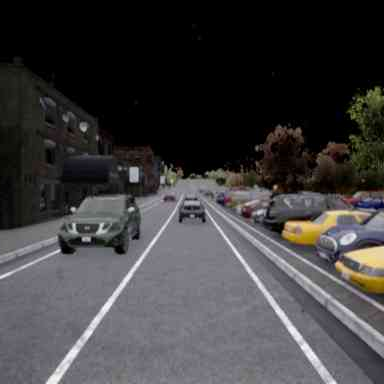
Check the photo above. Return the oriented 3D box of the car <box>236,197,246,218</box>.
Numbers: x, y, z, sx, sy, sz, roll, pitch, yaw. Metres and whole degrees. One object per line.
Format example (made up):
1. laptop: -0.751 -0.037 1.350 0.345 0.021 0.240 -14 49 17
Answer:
1. car: 5.977 1.332 24.003 5.008 1.535 2.097 0 0 0

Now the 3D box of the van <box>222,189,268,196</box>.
1. van: 5.996 0.910 38.147 4.442 1.987 1.878 0 1 0

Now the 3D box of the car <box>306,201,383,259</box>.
1. car: 6.118 1.277 9.875 4.553 1.767 2.185 0 0 0

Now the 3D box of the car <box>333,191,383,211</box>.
1. car: 18.446 0.956 35.585 5.566 2.045 2.435 0 1 0

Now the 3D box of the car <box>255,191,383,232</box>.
1. car: 6.074 1.123 15.526 5.566 2.045 2.435 0 0 0

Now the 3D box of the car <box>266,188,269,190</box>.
1. car: 18.359 0.201 81.237 4.553 1.767 2.185 0 1 -1

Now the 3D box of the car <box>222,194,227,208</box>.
1. car: 5.902 1.239 35.328 4.674 1.452 2.002 0 1 0

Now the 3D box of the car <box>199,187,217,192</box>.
1. car: 5.098 0.243 83.894 5.366 1.575 1.946 0 1 -1

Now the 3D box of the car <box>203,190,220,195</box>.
1. car: 5.230 0.150 89.462 4.674 1.452 2.002 0 1 -1

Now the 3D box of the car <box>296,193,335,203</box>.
1. car: 18.368 0.887 49.705 5.008 1.535 2.097 0 1 0

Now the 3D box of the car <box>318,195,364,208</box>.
1. car: 18.404 1.109 41.237 4.792 1.488 2.163 0 1 0

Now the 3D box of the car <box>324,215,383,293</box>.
1. car: 5.922 1.414 7.048 5.366 1.575 1.946 0 0 0

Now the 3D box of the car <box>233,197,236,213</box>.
1. car: 5.959 1.358 26.829 4.674 1.452 2.002 0 0 0

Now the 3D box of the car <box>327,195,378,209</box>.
1. car: 18.424 1.173 38.414 4.792 1.488 2.163 0 1 0

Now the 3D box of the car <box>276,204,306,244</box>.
1. car: 6.251 1.386 12.702 5.366 1.575 1.946 0 0 0

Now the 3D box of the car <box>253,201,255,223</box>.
1. car: 6.027 1.400 18.352 4.674 1.452 2.002 0 0 0

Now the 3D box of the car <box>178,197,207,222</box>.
1. car: 0.007 1.336 24.497 1.837 1.490 4.892 0 0 0

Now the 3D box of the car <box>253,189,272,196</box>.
1. car: 18.365 0.061 86.931 4.553 1.767 2.185 0 1 -1

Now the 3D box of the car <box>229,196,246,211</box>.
1. car: 5.944 1.339 29.664 4.674 1.452 2.002 0 0 0

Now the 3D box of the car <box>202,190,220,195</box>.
1. car: 5.171 0.071 92.243 4.792 1.488 2.163 0 1 -1

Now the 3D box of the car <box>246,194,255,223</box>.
1. car: 6.035 1.221 21.177 4.553 1.767 2.185 0 0 0

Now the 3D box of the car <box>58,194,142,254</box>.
1. car: -3.385 1.137 13.372 2.150 2.045 5.566 0 0 0

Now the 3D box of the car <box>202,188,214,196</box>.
1. car: 5.325 0.352 81.257 4.674 1.452 2.002 1 1 0

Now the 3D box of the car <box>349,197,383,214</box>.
1. car: 18.488 1.267 32.756 5.008 1.535 2.097 0 1 0

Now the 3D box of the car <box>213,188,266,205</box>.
1. car: 5.830 0.820 40.970 5.566 2.045 2.435 0 1 0

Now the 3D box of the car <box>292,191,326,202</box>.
1. car: 18.323 0.701 52.401 4.553 1.767 2.185 0 1 0

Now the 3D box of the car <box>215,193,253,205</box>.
1. car: 5.811 0.943 46.625 5.008 1.535 2.097 0 1 0

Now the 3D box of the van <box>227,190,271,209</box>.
1. van: 6.036 1.031 32.618 4.442 1.987 1.878 0 1 0

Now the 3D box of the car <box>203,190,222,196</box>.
1. car: 5.285 0.208 86.680 4.792 1.488 2.163 0 1 -1

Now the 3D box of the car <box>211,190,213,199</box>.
1. car: 5.981 0.877 49.452 5.366 1.575 1.946 0 1 0

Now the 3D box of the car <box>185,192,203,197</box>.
1. car: -0.129 1.091 41.270 2.128 1.511 4.902 0 1 -1

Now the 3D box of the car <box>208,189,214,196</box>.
1. car: 5.763 0.718 57.928 4.792 1.488 2.163 0 1 0

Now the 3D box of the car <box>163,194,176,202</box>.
1. car: -3.693 0.939 54.978 1.895 1.301 4.718 0 1 0

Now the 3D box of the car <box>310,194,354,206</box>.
1. car: 18.421 1.019 43.935 4.892 1.521 2.231 0 1 0

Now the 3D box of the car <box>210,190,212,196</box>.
1. car: 5.757 0.792 55.101 4.674 1.452 2.002 0 1 0
